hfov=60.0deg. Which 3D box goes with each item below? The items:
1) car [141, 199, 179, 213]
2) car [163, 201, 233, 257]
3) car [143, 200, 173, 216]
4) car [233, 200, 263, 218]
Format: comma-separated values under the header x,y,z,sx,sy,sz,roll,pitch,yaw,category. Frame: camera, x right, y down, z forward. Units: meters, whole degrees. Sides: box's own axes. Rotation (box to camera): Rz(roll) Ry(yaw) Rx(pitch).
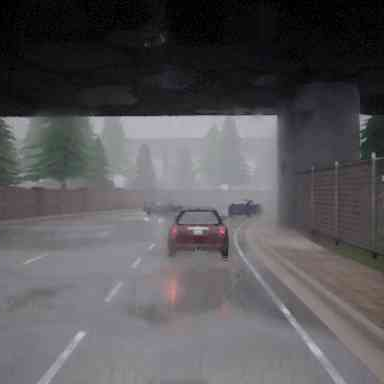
x,y,z,sx,sy,sz,roll,pitch,yaw,category
-3.497,1.528,36.927,1.994,1.385,4.181,0,0,36,car
0.311,1.339,13.086,2.097,1.767,4.553,0,0,3,car
-2.540,1.495,31.631,1.812,1.442,4.674,0,0,27,car
4.960,1.448,30.256,1.882,1.535,5.008,-1,0,28,car
